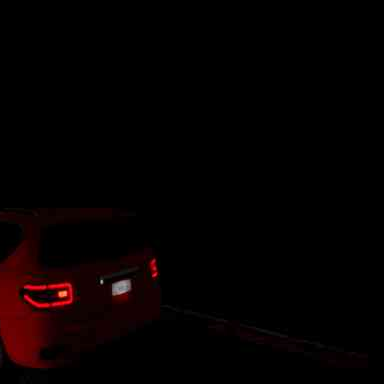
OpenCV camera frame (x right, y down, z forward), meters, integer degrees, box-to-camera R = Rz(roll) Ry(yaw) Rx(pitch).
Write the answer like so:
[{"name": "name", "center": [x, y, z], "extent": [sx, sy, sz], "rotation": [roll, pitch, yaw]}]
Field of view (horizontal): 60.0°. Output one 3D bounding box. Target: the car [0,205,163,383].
[{"name": "car", "center": [-3.026, 1.241, 5.536], "extent": [5.566, 2.045, 2.150], "rotation": [0, 0, 35]}]
